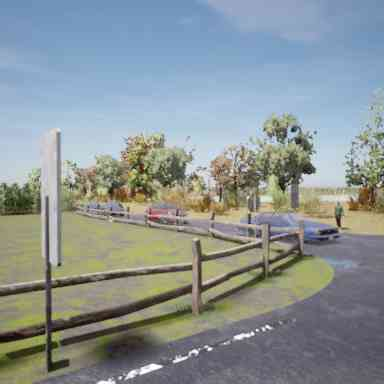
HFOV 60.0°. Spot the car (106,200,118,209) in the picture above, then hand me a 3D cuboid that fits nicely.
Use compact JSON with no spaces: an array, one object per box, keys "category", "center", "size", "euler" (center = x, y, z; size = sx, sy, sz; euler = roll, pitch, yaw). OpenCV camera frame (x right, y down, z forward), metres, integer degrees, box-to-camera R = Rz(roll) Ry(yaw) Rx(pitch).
[{"category":"car","center":[-15.194,2.335,62.845],"size":[1.812,1.442,4.674],"euler":[0,-1,-18]}]

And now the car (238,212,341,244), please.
[{"category":"car","center":[4.732,1.725,17.137],"size":[2.033,1.411,5.357],"euler":[0,-1,-35]}]

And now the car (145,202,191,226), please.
[{"category":"car","center":[-2.022,1.694,26.938],"size":[2.097,1.767,4.553],"euler":[0,0,-34]}]

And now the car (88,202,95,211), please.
[{"category":"car","center":[-15.365,2.290,52.367],"size":[2.033,1.411,5.357],"euler":[0,-1,-15]}]

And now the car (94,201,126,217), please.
[{"category":"car","center":[-9.191,2.068,38.003],"size":[2.033,1.411,5.357],"euler":[0,-1,-30]}]

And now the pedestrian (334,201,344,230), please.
[{"category":"pedestrian","center":[9.280,1.450,21.055],"size":[0.375,1.860,0.375],"euler":[-1,1,-35]}]
